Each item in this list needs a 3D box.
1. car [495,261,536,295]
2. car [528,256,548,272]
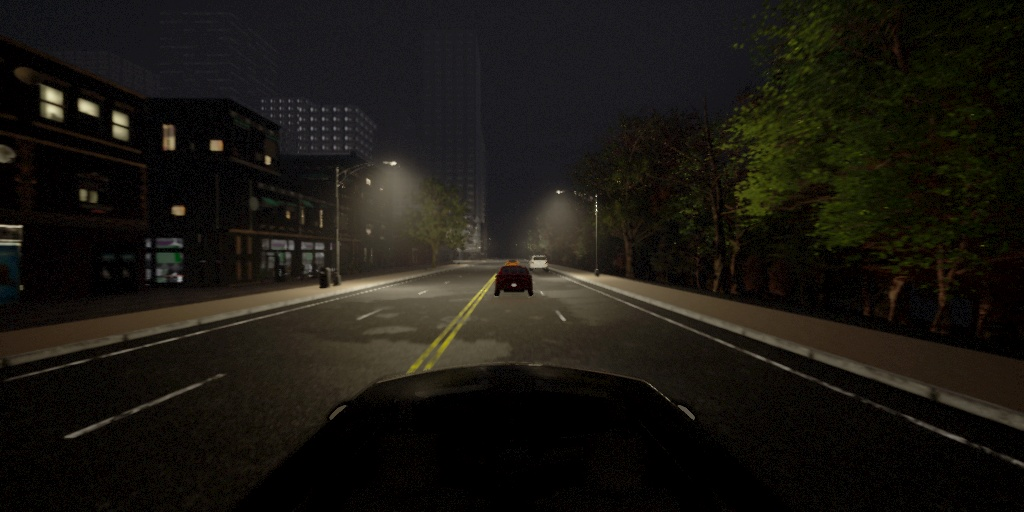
[{"bbox_3d":[0.096,1.230,19.622,1.882,1.535,5.008,0,0,0],"label":"car"},{"bbox_3d":[3.337,0.978,45.916,2.150,2.045,5.566,0,0,0],"label":"car"}]
